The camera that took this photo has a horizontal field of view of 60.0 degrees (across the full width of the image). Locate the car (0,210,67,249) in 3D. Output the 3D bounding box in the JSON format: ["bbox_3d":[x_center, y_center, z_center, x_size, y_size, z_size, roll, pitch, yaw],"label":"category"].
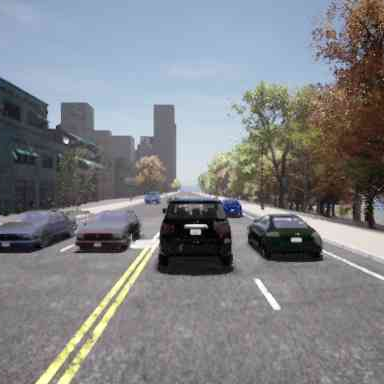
[{"bbox_3d":[-6.599,1.481,14.445,2.033,1.411,5.357,0,0,0],"label":"car"}]

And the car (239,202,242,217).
[{"bbox_3d":[3.355,1.339,30.115,1.882,1.535,5.008,0,0,0],"label":"car"}]

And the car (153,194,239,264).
[{"bbox_3d":[0.102,1.168,11.669,2.150,2.045,5.566,0,0,0],"label":"car"}]

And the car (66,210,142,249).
[{"bbox_3d":[-3.350,1.481,14.442,2.033,1.411,5.357,0,0,0],"label":"car"}]

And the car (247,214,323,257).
[{"bbox_3d":[3.352,1.505,12.690,1.994,1.385,4.181,0,0,0],"label":"car"}]

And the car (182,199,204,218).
[{"bbox_3d":[0.105,1.390,29.606,1.812,1.442,4.674,0,0,0],"label":"car"}]

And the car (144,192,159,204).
[{"bbox_3d":[-6.546,0.967,55.429,2.150,2.045,5.566,0,0,1],"label":"car"}]

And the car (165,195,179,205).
[{"bbox_3d":[-3.299,1.237,55.497,2.128,1.511,4.902,0,0,0],"label":"car"}]
